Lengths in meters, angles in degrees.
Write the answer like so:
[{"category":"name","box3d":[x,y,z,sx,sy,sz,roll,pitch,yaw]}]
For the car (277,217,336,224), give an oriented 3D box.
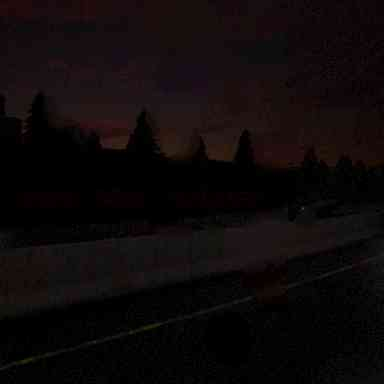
[{"category":"car","box3d":[6.974,1.611,19.723,2.033,1.411,5.357,0,0,44]}]
